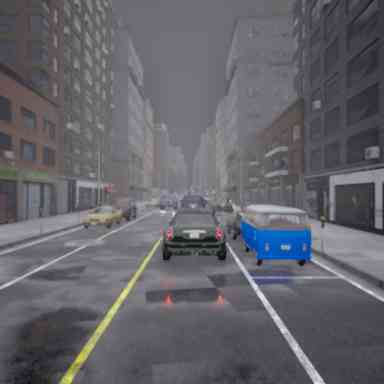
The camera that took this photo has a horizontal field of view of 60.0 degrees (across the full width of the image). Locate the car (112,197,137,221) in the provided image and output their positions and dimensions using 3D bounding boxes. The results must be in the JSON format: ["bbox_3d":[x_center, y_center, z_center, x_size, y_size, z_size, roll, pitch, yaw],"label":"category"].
[{"bbox_3d":[-5.830,1.357,27.848,2.192,1.841,5.009,1,0,0],"label":"car"}]

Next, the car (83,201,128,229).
[{"bbox_3d":[-5.835,1.557,22.185,1.752,1.417,4.829,1,0,0],"label":"car"}]

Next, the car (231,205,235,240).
[{"bbox_3d":[2.692,1.575,16.876,2.008,1.369,4.403,1,0,0],"label":"car"}]

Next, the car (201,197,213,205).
[{"bbox_3d":[2.716,1.663,60.807,1.887,1.381,4.507,0,0,0],"label":"car"}]

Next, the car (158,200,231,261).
[{"bbox_3d":[0.082,1.371,12.510,2.097,1.767,4.553,0,0,0],"label":"car"}]

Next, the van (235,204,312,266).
[{"bbox_3d":[2.690,1.357,11.384,1.690,1.788,3.998,1,0,0],"label":"van"}]

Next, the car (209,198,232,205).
[{"bbox_3d":[3.137,1.410,35.906,2.097,1.767,4.553,0,0,0],"label":"car"}]

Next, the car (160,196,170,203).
[{"bbox_3d":[-5.803,1.591,71.792,1.967,1.590,4.097,0,0,0],"label":"car"}]

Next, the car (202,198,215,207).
[{"bbox_3d":[2.713,1.648,55.316,1.887,1.381,4.507,0,0,0],"label":"car"}]

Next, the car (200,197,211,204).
[{"bbox_3d":[2.719,1.685,66.299,2.008,1.369,4.403,0,0,0],"label":"car"}]

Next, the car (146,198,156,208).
[{"bbox_3d":[-5.818,1.614,49.650,1.752,1.417,4.829,0,0,0],"label":"car"}]

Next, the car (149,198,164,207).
[{"bbox_3d":[-5.814,1.654,55.313,2.008,1.369,4.403,0,0,0],"label":"car"}]

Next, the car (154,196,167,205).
[{"bbox_3d":[-5.810,1.558,60.806,1.967,1.590,4.097,0,0,0],"label":"car"}]

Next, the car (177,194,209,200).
[{"bbox_3d":[0.104,1.265,29.158,2.150,2.045,5.566,0,0,0],"label":"car"}]

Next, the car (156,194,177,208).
[{"bbox_3d":[-3.063,1.297,44.320,2.150,2.045,5.566,0,0,0],"label":"car"}]

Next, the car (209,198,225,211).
[{"bbox_3d":[3.178,1.599,42.936,1.812,1.442,4.674,0,0,0],"label":"car"}]
